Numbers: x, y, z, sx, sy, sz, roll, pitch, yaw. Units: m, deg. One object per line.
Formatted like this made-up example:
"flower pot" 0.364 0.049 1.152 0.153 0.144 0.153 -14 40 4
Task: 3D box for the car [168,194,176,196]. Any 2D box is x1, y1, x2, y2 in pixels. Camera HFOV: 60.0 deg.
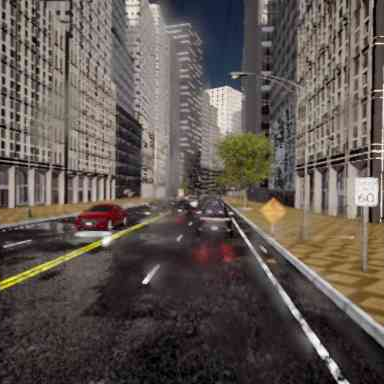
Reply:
"car" -4.565 1.180 78.245 1.837 1.490 4.892 1 0 4

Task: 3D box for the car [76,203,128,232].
"car" -5.328 1.423 20.186 1.882 1.535 5.008 1 0 4

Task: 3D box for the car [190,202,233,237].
"car" 1.268 1.532 18.481 2.128 1.511 4.902 1 0 4

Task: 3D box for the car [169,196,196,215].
"car" -0.966 1.533 34.405 1.837 1.490 4.892 1 0 4

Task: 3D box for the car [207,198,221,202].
"car" 3.295 1.597 48.522 2.128 1.511 4.902 1 0 4

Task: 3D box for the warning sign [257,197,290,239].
"warning sign" 3.870 1.191 15.891 1.300 1.860 1.060 2 1 4

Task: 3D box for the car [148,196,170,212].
"car" -3.953 1.553 39.145 1.837 1.490 4.892 1 0 4

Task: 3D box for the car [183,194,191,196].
"car" -1.318 1.082 78.056 2.097 1.767 4.553 1 0 4
